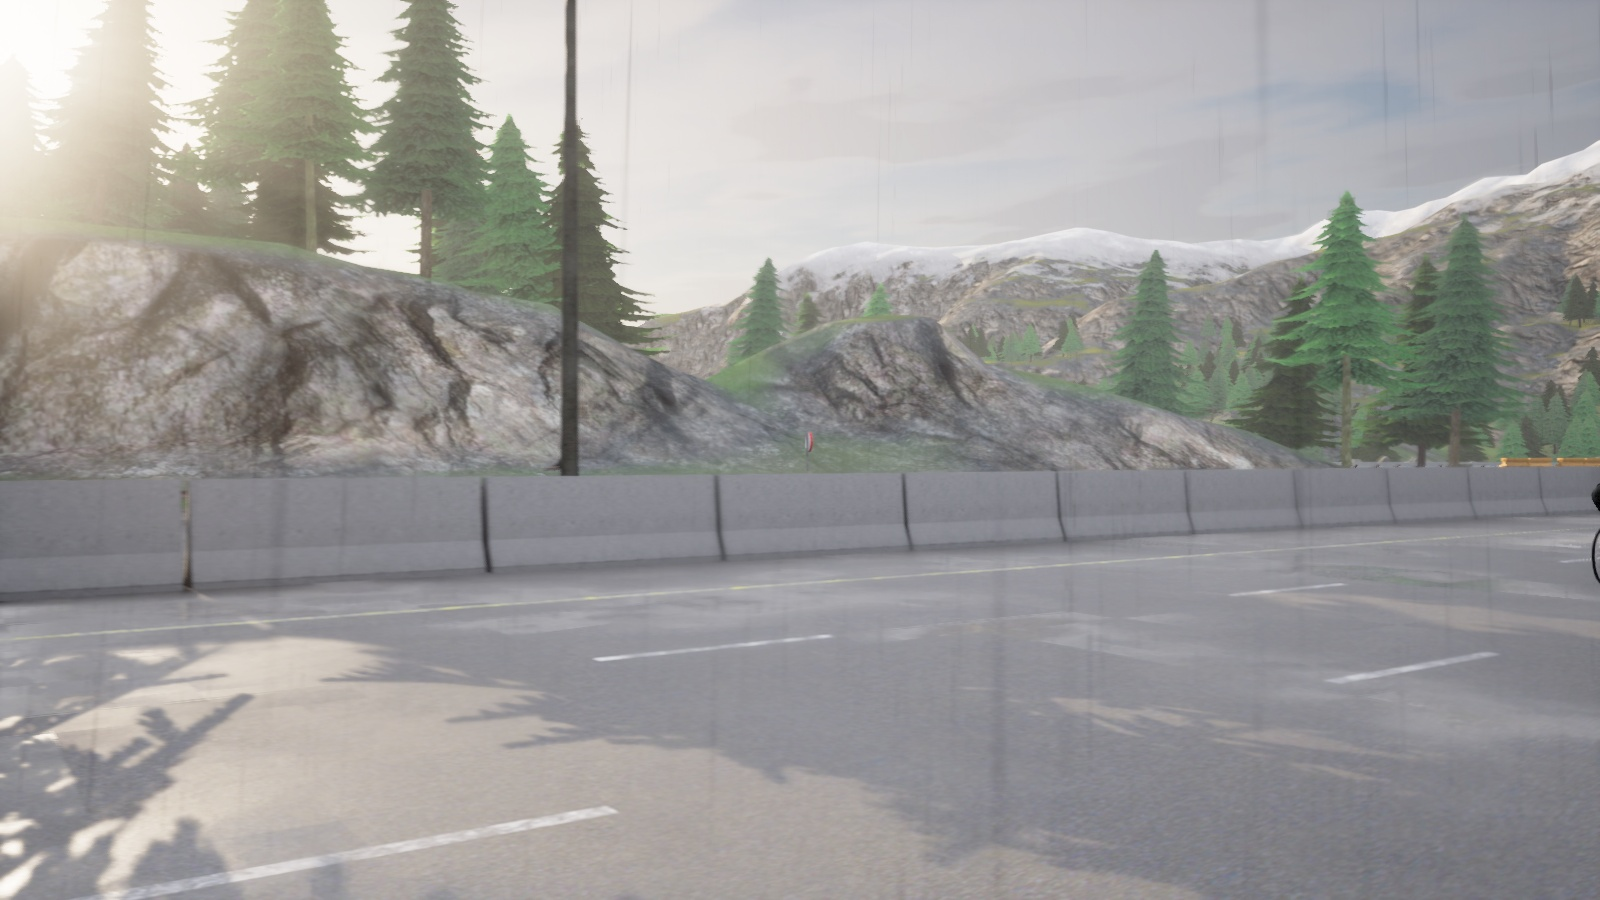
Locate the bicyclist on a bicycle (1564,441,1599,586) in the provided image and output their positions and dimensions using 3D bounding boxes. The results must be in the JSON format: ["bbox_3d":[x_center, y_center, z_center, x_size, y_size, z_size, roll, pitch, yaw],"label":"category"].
[{"bbox_3d":[9.589,0.713,14.597,1.656,1.620,0.582,0,0,-35],"label":"bicyclist on a bicycle"}]
